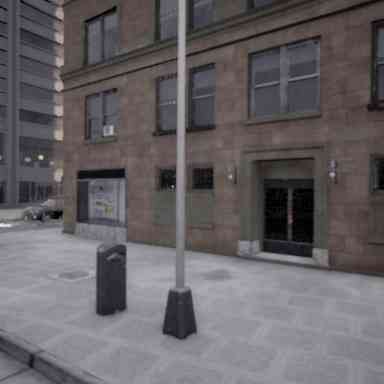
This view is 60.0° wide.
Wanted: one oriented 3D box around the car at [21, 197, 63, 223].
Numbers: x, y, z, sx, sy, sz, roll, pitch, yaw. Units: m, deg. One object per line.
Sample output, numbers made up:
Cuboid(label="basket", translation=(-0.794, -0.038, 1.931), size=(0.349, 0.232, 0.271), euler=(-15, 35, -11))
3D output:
Cuboid(label="car", translation=(-9.664, 1.174, 23.816), size=(2.097, 1.767, 4.553), euler=(1, 0, 36))
